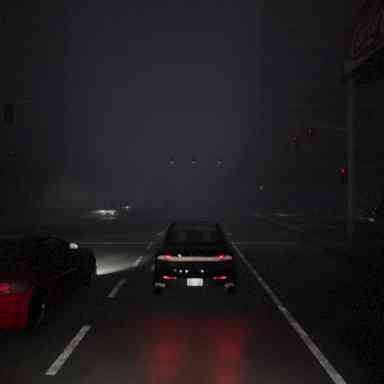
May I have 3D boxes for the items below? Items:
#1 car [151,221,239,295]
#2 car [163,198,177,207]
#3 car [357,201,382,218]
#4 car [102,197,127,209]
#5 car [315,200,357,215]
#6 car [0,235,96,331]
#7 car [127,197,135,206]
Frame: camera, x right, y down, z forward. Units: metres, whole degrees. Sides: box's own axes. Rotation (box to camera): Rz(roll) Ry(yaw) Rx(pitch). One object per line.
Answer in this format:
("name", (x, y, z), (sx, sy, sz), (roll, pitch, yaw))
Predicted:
("car", (0.069, 1.493, 8.738), (2.128, 1.511, 4.902), (0, 0, 0))
("car", (-3.429, 1.569, 51.891), (1.994, 1.385, 4.181), (0, 0, 0))
("car", (17.703, 1.355, 29.529), (4.553, 1.767, 2.097), (0, 0, 0))
("car", (-10.590, 1.496, 44.360), (2.128, 1.511, 4.902), (0, 0, 0))
("car", (14.806, 1.495, 33.016), (4.902, 1.511, 2.128), (0, 0, 0))
("car", (-3.440, 1.565, 6.862), (1.994, 1.385, 4.181), (0, 0, 0))
("car", (-10.576, 1.553, 54.103), (2.033, 1.411, 5.357), (0, 0, 0))
